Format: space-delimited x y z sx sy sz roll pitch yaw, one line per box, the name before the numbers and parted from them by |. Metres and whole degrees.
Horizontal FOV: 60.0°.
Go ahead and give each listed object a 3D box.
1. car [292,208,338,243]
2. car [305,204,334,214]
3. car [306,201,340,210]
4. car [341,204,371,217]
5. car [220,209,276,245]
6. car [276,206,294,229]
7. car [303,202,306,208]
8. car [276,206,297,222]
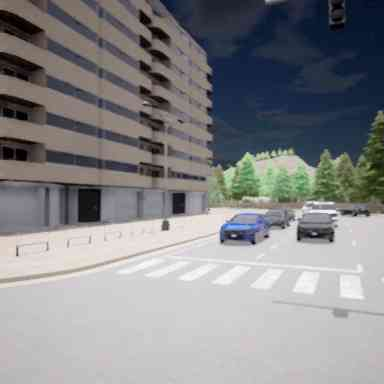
car | 7.261 1.921 19.276 1.882 1.535 5.008 -1 -2 24
car | 20.712 2.760 54.435 1.837 1.490 4.892 0 -1 -16
car | 11.174 1.869 28.190 2.150 2.045 5.566 -1 -2 23
car | 21.755 2.362 44.395 2.097 1.767 4.553 0 -1 0
car | 3.066 1.913 18.474 1.882 1.535 5.008 -1 -2 24
car | 6.843 2.135 26.974 1.837 1.490 4.892 -1 -2 23
car | 14.295 2.109 38.473 2.150 2.045 5.566 0 -1 8
car | 10.272 2.353 36.362 1.837 1.490 4.892 0 -1 12
